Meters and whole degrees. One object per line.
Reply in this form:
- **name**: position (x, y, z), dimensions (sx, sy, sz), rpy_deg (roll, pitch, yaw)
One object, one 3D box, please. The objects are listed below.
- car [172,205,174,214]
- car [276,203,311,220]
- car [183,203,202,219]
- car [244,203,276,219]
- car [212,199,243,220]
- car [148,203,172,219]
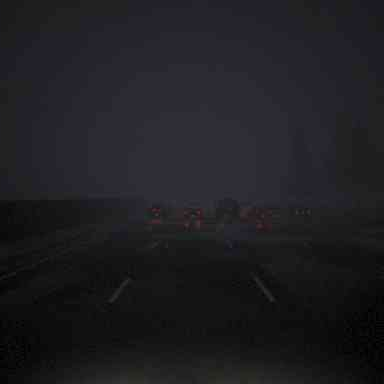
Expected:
- **car**: position (-3.440, 2.185, 44.262), dimensions (1.994, 1.385, 4.181), rpy_deg (0, -1, 0)
- **car**: position (10.544, 2.030, 34.147), dimensions (2.033, 1.411, 5.357), rpy_deg (0, -1, 0)
- **car**: position (0.044, 2.087, 34.607), dimensions (1.895, 1.301, 4.718), rpy_deg (0, -1, 0)
- **car**: position (7.045, 2.095, 35.014), dimensions (1.895, 1.301, 4.718), rpy_deg (0, -1, 0)
- **car**: position (3.544, 1.703, 34.191), dimensions (2.150, 2.045, 5.566), rpy_deg (0, -1, 0)
- **car**: position (-3.455, 1.996, 34.999), dimensions (1.837, 1.490, 4.892), rpy_deg (0, -1, 0)
